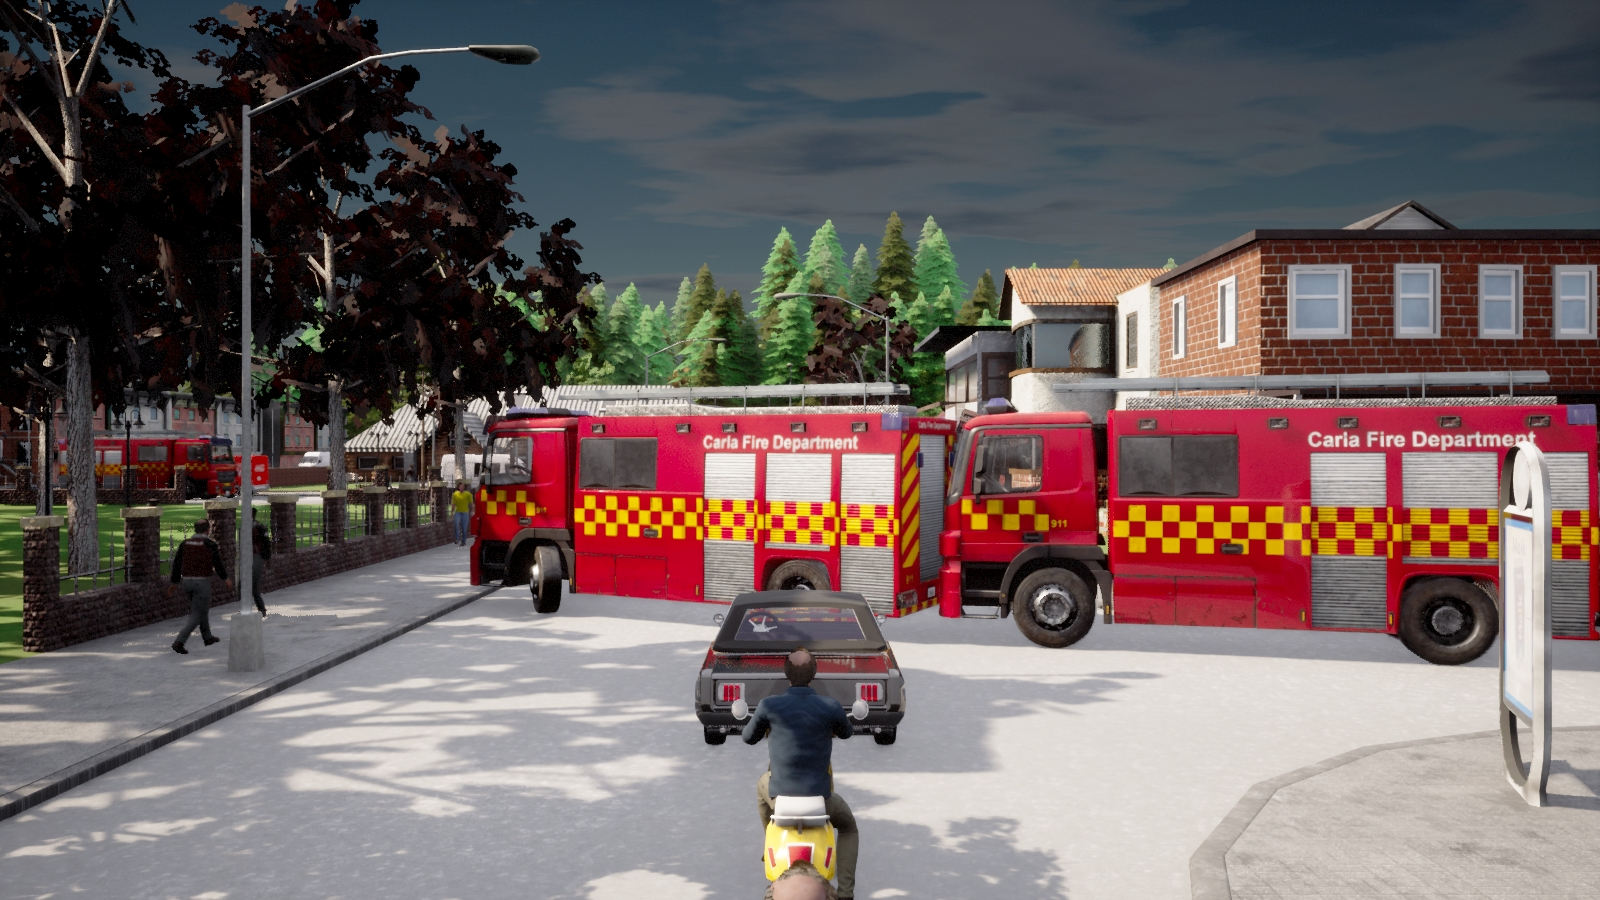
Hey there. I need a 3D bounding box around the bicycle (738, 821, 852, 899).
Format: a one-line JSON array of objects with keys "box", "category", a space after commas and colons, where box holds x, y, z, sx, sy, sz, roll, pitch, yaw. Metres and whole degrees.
[{"box": [-0.015, 1.938, 3.086, 0.329, 1.271, 1.835, 0, 0, 0], "category": "bicycle"}]

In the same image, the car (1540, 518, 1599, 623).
[{"box": [14.291, 1.835, 17.290, 4.792, 1.488, 2.163, 0, 0, 0], "category": "car"}]

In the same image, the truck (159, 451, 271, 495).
[{"box": [-34.054, 1.323, 66.621, 5.204, 2.467, 2.627, 0, 0, 0], "category": "truck"}]

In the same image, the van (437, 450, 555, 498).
[{"box": [-16.613, 1.289, 62.612, 5.915, 2.561, 1.988, 0, 0, 0], "category": "van"}]

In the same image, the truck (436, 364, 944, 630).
[{"box": [-2.040, 0.664, 19.657, 8.468, 3.827, 2.891, 0, 0, 27], "category": "truck"}]

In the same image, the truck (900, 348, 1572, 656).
[{"box": [5.903, 0.661, 16.731, 8.468, 3.827, 2.891, 0, 0, 15], "category": "truck"}]

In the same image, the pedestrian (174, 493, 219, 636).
[{"box": [-8.049, 1.516, 15.245, 0.375, 1.860, 0.375, 0, 0, 8], "category": "pedestrian"}]

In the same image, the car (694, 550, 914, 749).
[{"box": [0.033, 1.930, 12.217, 1.895, 1.301, 4.718, 0, 0, 0], "category": "car"}]

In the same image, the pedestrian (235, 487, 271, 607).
[{"box": [-8.595, 1.517, 17.965, 0.375, 1.860, 0.375, 0, 0, 3], "category": "pedestrian"}]

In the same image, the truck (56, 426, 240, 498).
[{"box": [-35.715, 0.645, 62.798, 8.468, 3.827, 2.891, 0, 0, -1], "category": "truck"}]

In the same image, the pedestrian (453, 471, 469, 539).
[{"box": [-9.324, 1.513, 31.429, 0.375, 1.860, 0.375, 0, 0, -5], "category": "pedestrian"}]

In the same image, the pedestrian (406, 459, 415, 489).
[{"box": [-24.011, 1.496, 70.510, 0.375, 1.860, 0.375, 0, 0, 28], "category": "pedestrian"}]
